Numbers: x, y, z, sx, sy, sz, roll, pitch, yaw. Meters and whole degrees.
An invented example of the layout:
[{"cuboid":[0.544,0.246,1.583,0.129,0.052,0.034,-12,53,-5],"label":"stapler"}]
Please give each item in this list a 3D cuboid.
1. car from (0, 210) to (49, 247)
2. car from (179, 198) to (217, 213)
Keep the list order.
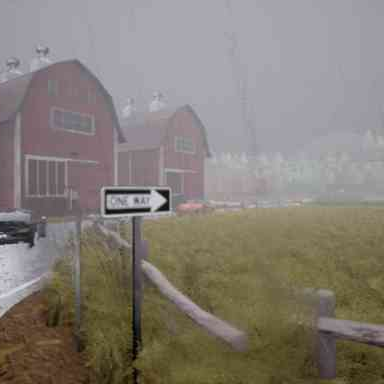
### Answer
[{"cuboid":[-7.910,1.567,15.220,1.882,1.535,5.008,-1,0,-16],"label":"car"},{"cuboid":[0.701,1.459,32.809,2.097,1.767,4.553,0,0,32],"label":"car"}]
